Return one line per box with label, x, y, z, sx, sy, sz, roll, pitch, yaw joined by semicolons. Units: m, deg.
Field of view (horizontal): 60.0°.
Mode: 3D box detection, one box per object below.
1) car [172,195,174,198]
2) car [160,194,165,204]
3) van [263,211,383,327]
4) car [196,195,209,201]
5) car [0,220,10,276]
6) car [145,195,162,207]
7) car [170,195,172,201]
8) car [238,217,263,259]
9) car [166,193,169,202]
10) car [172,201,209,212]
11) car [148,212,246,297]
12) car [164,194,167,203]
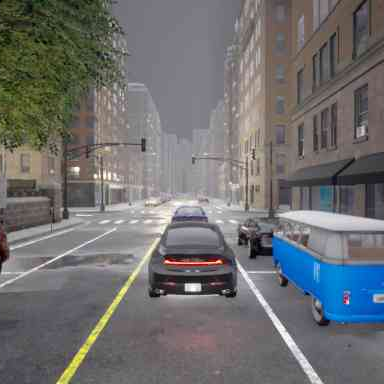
car;-6.313;1.289;83.068;2.192;1.841;5.009;0;0;0
car;-6.099;1.521;55.814;2.008;1.369;4.403;0;0;0
van;2.808;1.340;6.783;1.690;1.788;3.998;0;0;0
car;2.339;1.409;66.818;1.967;1.590;4.097;0;0;0
car;-5.716;1.314;6.676;2.192;1.841;5.009;0;0;0
car;-6.056;1.498;50.194;1.752;1.417;4.829;0;0;0
car;-6.270;1.522;77.617;2.008;1.369;4.403;0;0;0
car;2.765;1.563;12.443;1.947;1.339;4.313;0;0;0
car;-6.185;1.514;66.716;1.887;1.381;4.507;0;0;0
car;-0.103;1.472;18.020;1.882;1.535;5.008;0;0;0
car;0.009;1.503;8.525;1.837;1.490;4.892;0;0;0
car;-6.142;1.514;61.265;1.887;1.381;4.507;0;0;0
